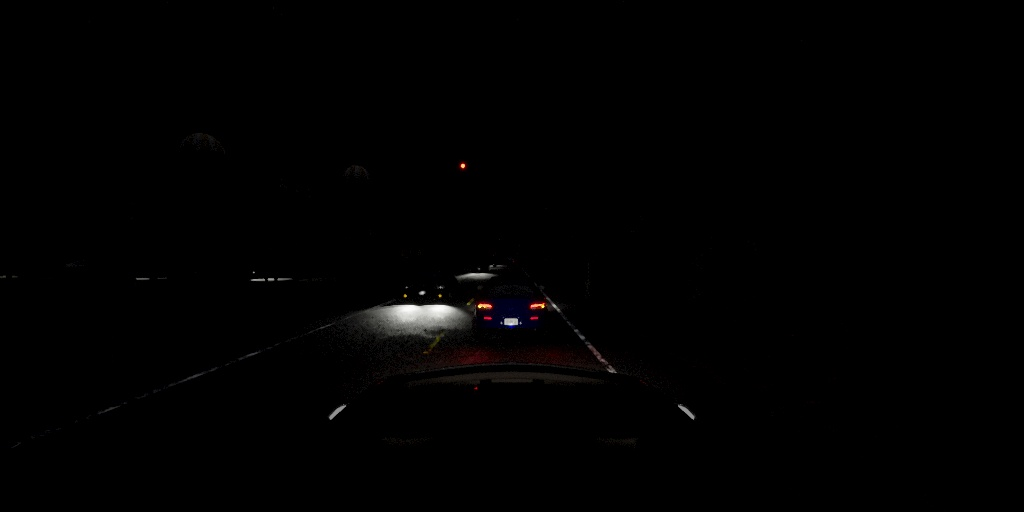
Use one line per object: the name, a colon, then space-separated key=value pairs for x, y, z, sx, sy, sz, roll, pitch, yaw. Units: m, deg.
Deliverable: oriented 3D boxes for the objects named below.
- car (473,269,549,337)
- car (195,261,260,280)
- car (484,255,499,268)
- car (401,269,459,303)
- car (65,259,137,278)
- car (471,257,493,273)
car: x=-0.030 y=1.274 z=10.165 sx=1.812 sy=1.442 sz=4.674 roll=0 pitch=0 yaw=0
car: x=-22.458 y=1.118 z=28.429 sx=4.181 sy=1.385 sz=1.994 roll=1 pitch=0 yaw=0
car: x=-3.822 y=0.919 z=60.562 sx=2.150 sy=2.045 sz=5.566 roll=0 pitch=0 yaw=0
car: x=-3.657 y=1.310 z=16.627 sx=1.994 sy=1.385 sz=4.181 roll=0 pitch=0 yaw=0
car: x=-32.595 y=0.984 z=28.332 sx=4.674 sy=1.442 sz=1.812 roll=1 pitch=0 yaw=-1
car: x=-3.768 y=1.213 z=43.277 sx=2.128 sy=1.511 sz=4.902 roll=0 pitch=0 yaw=0
